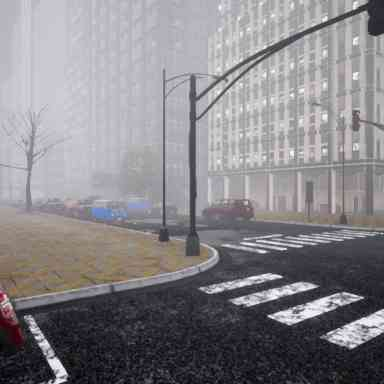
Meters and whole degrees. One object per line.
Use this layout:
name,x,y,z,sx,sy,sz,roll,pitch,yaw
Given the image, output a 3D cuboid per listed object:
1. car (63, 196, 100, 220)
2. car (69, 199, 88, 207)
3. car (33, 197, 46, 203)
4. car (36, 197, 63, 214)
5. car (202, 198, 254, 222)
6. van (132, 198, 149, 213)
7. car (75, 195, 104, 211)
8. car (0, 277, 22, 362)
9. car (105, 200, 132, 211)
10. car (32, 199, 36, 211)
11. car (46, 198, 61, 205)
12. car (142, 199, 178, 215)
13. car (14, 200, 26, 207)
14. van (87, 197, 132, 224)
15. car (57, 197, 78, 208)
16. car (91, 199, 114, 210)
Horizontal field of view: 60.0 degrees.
car,-9.996,1.510,31.037,2.192,1.841,5.009,0,0,-36
car,-20.149,1.940,58.935,2.008,1.369,4.403,0,0,-36
car,-39.054,2.063,85.110,1.882,1.535,5.008,0,0,-36
car,-16.758,1.584,40.209,2.192,1.841,5.009,0,0,-36
car,2.931,1.454,27.625,2.192,1.841,5.009,0,0,-36
van,-6.627,1.586,40.591,1.690,1.788,3.998,0,0,-36
car,-14.442,1.524,46.740,2.150,2.045,5.566,0,0,-36
car,-4.209,1.440,3.554,4.097,1.590,1.967,0,0,-36
car,-10.006,1.847,45.177,1.947,1.339,4.313,0,0,-36
car,-20.138,1.745,44.796,1.967,1.590,4.097,0,0,-36
car,-30.292,2.061,72.695,1.947,1.339,4.313,0,0,-36
car,-3.245,1.758,36.004,2.008,1.369,4.403,0,0,-36
car,-30.279,1.994,58.554,1.802,1.307,4.206,0,0,-36
van,-6.615,1.499,26.451,1.690,1.788,3.998,0,0,-36
car,-20.749,1.721,55.225,2.097,1.767,4.553,0,0,-36
car,-13.489,1.844,49.900,1.752,1.417,4.829,0,0,-36
